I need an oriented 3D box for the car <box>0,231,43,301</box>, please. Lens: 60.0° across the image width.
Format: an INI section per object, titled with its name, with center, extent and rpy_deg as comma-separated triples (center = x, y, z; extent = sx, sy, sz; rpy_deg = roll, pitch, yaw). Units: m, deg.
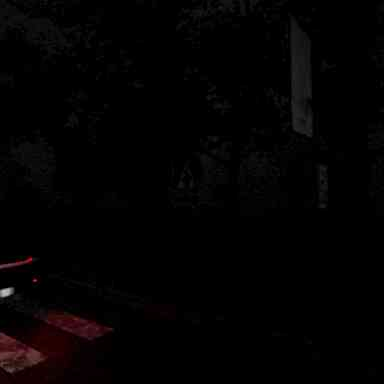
[car]
center = -5.124, 1.477, 7.033
extent = 4.902, 1.511, 2.128
rpy_deg = 0, 0, 36
